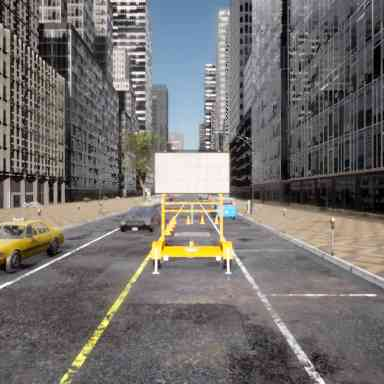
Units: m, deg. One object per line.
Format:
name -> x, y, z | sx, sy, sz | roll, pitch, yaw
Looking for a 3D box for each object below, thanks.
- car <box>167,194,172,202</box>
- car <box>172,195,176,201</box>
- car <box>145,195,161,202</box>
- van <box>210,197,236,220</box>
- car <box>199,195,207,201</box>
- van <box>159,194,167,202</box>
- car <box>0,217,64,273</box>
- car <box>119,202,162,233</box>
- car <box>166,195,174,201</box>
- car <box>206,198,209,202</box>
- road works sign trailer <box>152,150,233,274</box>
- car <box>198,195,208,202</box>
car -> -5.647, 1.562, 67.505 | 2.008, 1.369, 4.403 | 0, 0, 0
car -> -5.640, 1.329, 78.841 | 2.192, 1.841, 5.009 | 0, 0, 0
car -> -5.663, 1.531, 44.663 | 1.752, 1.417, 4.829 | 0, 0, 0
van -> 2.706, 1.344, 27.822 | 1.690, 1.788, 3.998 | 0, 0, 0
car -> 2.745, 1.561, 84.502 | 1.887, 1.381, 4.507 | 0, 0, 0
van -> -5.655, 1.350, 56.169 | 1.690, 1.788, 3.998 | 0, 0, 0
car -> -5.686, 1.526, 10.656 | 1.752, 1.417, 4.829 | 0, 0, 0
car -> -2.988, 1.548, 20.089 | 2.033, 1.411, 5.357 | 0, 0, 0
car -> -5.636, 1.541, 84.339 | 1.752, 1.417, 4.829 | 0, 0, 0
car -> 2.710, 1.529, 33.660 | 1.752, 1.417, 4.829 | 0, 0, 0
road works sign trailer -> 0.006, 0.465, 10.558 | 2.380, 3.560, 2.880 | 0, 0, 0
car -> 2.737, 1.564, 73.166 | 2.008, 1.369, 4.403 | 0, 0, 0
